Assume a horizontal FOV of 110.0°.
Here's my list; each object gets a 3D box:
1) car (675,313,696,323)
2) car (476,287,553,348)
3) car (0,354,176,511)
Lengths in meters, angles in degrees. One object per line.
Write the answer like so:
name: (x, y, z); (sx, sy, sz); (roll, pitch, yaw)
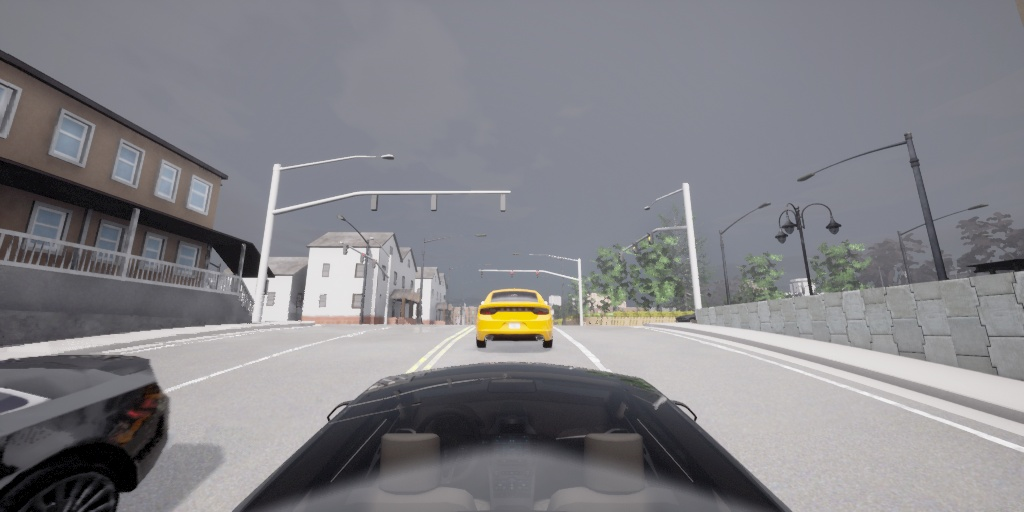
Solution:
car: (16.487, 5.262, 30.395); (5.008, 1.535, 1.882); (0, -12, 1)
car: (0.069, 1.723, 10.548); (1.882, 1.535, 5.008); (0, -7, 0)
car: (-3.592, 1.232, 0.737); (2.128, 1.511, 4.902); (0, 0, 0)
